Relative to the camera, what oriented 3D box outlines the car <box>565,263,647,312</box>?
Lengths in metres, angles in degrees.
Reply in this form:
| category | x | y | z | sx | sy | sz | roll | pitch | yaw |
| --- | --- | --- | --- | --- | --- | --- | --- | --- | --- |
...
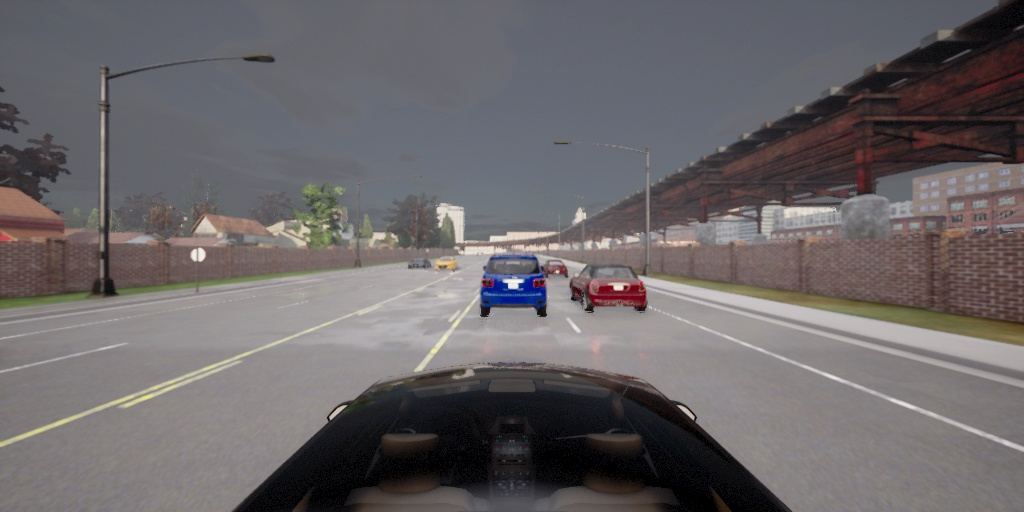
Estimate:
| category | x | y | z | sx | sy | sz | roll | pitch | yaw |
| --- | --- | --- | --- | --- | --- | --- | --- | --- | --- |
| car | 3.566 | 1.065 | 14.087 | 2.097 | 1.767 | 4.553 | 0 | 0 | 0 |

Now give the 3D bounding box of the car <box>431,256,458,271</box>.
| category | x | y | z | sx | sy | sz | roll | pitch | yaw |
| --- | --- | --- | --- | --- | --- | --- | --- | --- | --- |
| car | -7.103 | 0.798 | 39.235 | 1.882 | 1.535 | 5.008 | 0 | 1 | 0 |

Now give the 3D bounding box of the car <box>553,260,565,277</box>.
| category | x | y | z | sx | sy | sz | roll | pitch | yaw |
| --- | --- | --- | --- | --- | --- | --- | --- | --- | --- |
| car | 3.572 | 1.020 | 30.338 | 1.812 | 1.442 | 4.674 | 0 | 1 | 0 |

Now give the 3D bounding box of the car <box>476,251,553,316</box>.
| category | x | y | z | sx | sy | sz | roll | pitch | yaw |
| --- | --- | --- | --- | --- | --- | --- | --- | --- | --- |
| car | 0.063 | 0.943 | 13.315 | 2.150 | 2.045 | 5.566 | 0 | 1 | 0 |

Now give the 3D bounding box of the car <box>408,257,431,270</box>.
| category | x | y | z | sx | sy | sz | roll | pitch | yaw |
| --- | --- | --- | --- | --- | --- | --- | --- | --- | --- |
| car | -10.598 | 0.843 | 41.387 | 1.994 | 1.385 | 4.181 | 0 | 1 | 0 |
